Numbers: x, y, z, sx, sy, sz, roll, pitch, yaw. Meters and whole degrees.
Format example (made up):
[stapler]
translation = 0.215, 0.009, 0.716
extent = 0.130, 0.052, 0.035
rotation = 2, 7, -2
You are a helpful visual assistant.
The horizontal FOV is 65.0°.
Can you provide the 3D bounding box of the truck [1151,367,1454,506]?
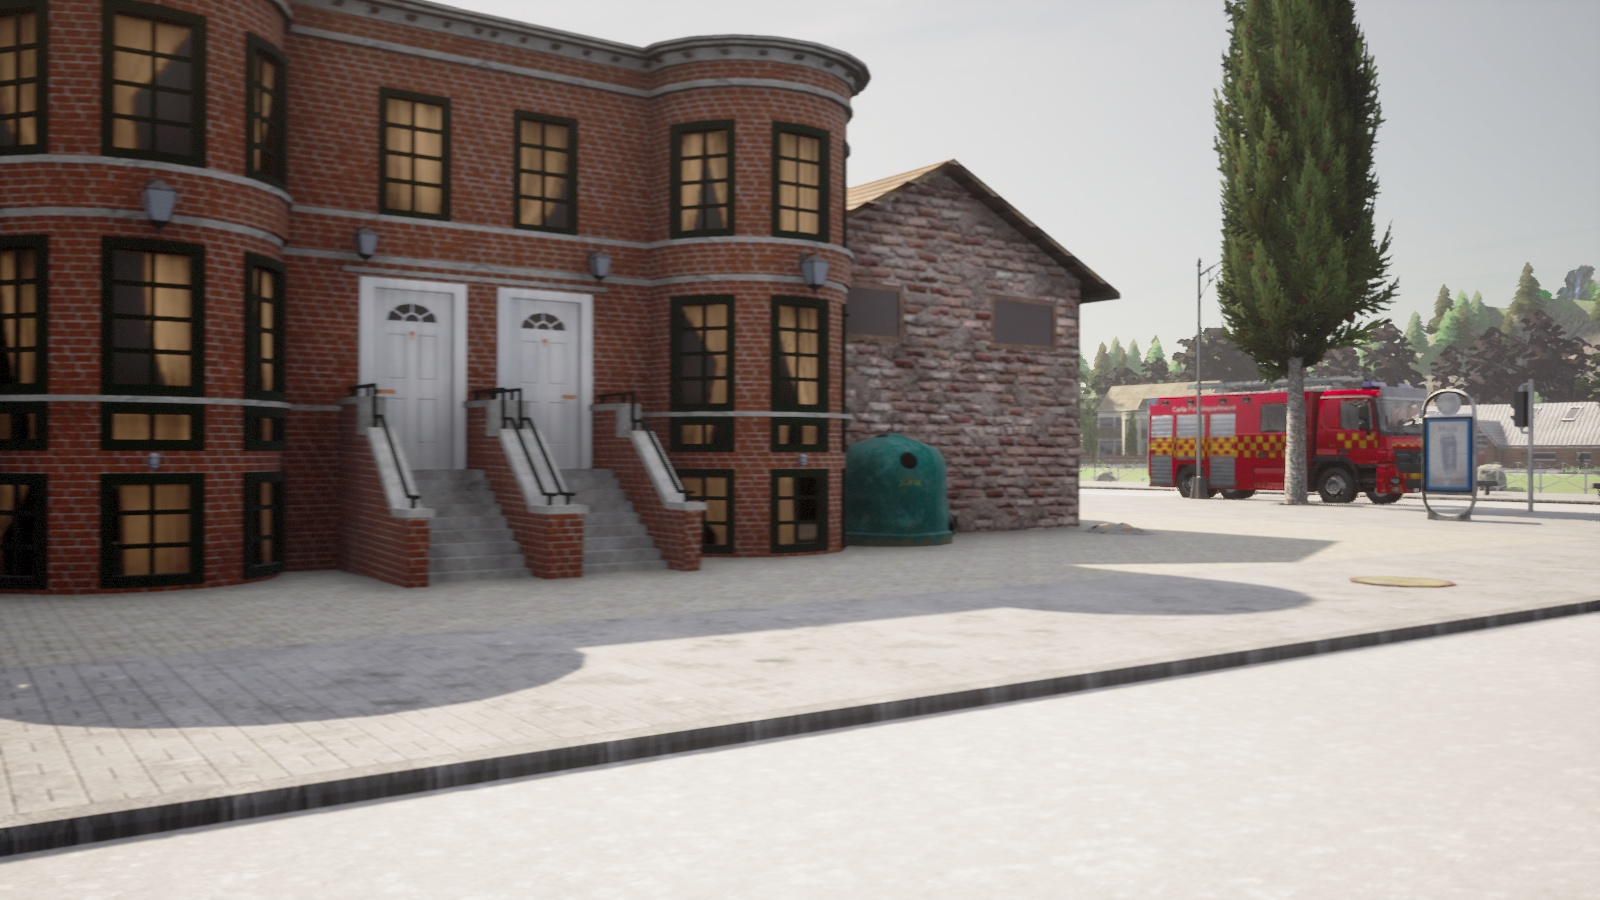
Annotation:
[truck]
translation = 15.156, -0.357, 38.686
extent = 2.891, 3.827, 8.468
rotation = 0, 0, -35
